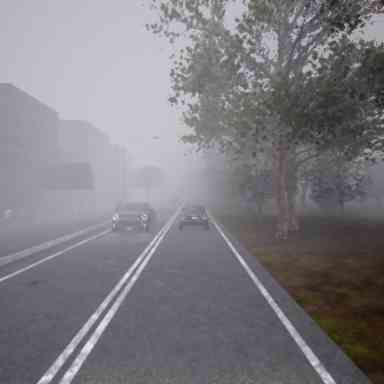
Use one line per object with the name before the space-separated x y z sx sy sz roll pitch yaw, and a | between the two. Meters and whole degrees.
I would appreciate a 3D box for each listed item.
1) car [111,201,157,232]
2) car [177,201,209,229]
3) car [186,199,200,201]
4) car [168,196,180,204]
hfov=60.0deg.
car | -3.344 1.350 19.881 2.097 1.767 4.553 0 0 0
car | 0.106 1.545 21.657 2.033 1.411 5.357 0 0 0
car | 0.111 1.546 42.656 1.994 1.385 4.181 0 0 0
car | -3.267 1.470 61.209 1.837 1.490 4.892 0 0 1
